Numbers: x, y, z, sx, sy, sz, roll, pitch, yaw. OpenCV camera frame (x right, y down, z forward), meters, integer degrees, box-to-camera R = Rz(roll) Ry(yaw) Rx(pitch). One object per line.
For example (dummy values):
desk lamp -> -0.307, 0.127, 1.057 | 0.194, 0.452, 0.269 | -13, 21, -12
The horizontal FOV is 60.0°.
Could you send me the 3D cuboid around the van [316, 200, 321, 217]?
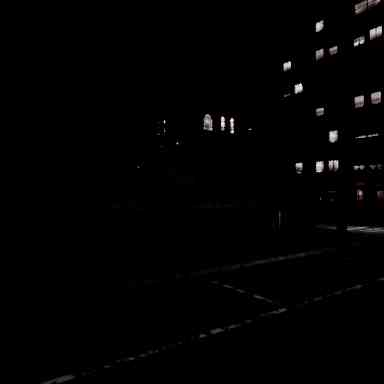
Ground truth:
van -> 10.558, 1.646, 32.580 | 1.690, 1.788, 3.998 | -1, 0, -36
